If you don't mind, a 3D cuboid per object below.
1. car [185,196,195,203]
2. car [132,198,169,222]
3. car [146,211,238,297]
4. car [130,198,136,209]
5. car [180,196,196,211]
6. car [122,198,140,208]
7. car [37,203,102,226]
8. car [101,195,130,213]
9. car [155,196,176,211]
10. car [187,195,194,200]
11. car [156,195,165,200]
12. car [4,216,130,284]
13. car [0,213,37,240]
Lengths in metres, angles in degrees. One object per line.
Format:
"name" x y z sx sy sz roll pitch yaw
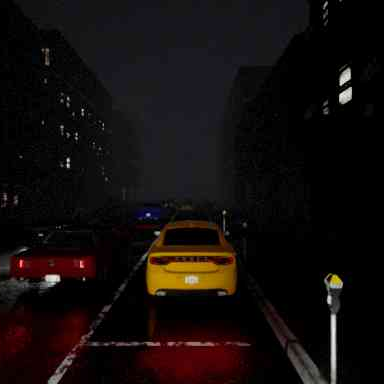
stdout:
"car" -0.453 1.545 70.970 2.008 1.369 4.403 0 0 0
"car" -3.146 1.478 26.318 1.882 1.535 5.008 0 0 0
"car" -0.005 1.478 8.649 1.882 1.535 5.008 0 0 0
"car" -8.834 1.439 42.793 1.967 1.590 4.097 0 0 0
"car" -0.454 1.525 37.323 1.752 1.417 4.829 0 0 0
"car" -8.834 1.543 48.430 1.887 1.381 4.507 0 0 0
"car" -6.246 1.492 16.186 2.128 1.511 4.902 0 0 0
"car" -8.833 1.314 37.157 2.192 1.841 5.009 0 0 0
"car" -3.046 1.546 41.622 2.033 1.411 5.357 0 0 0
"car" -0.452 1.513 93.685 1.752 1.417 4.829 0 0 0
"car" -8.834 1.539 93.519 2.008 1.369 4.403 0 0 0
"car" -3.046 1.601 9.518 1.895 1.301 4.718 0 0 0
"car" -8.835 1.583 14.612 1.802 1.307 4.206 0 0 0
